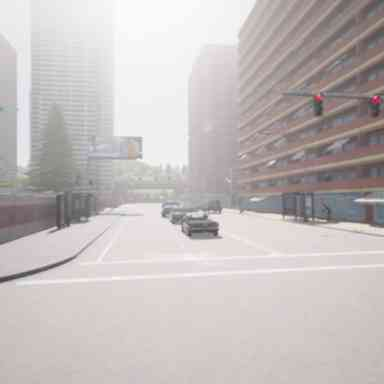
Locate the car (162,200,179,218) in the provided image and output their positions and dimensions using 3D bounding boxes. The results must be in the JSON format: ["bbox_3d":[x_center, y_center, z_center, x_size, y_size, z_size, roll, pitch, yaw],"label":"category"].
[{"bbox_3d":[-2.603,2.083,41.746,2.150,2.045,5.566,0,-1,-9],"label":"car"}]

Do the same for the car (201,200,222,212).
[{"bbox_3d":[3.126,2.238,51.683,2.150,2.045,5.566,0,-1,-8],"label":"car"}]

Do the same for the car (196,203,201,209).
[{"bbox_3d":[-0.391,2.588,51.574,2.033,1.411,5.357,0,-1,-8],"label":"car"}]

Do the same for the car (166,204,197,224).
[{"bbox_3d":[-1.089,2.154,31.574,1.837,1.490,4.892,0,-1,-8],"label":"car"}]

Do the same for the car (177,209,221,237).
[{"bbox_3d":[0.436,2.037,21.372,1.895,1.301,4.718,0,-1,-9],"label":"car"}]

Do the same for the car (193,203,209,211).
[{"bbox_3d":[1.601,2.771,61.591,2.033,1.411,5.357,0,-1,-9],"label":"car"}]

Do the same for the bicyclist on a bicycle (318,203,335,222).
[{"bbox_3d":[11.493,1.795,28.444,1.656,1.620,0.582,-1,-1,-9],"label":"bicyclist on a bicycle"}]

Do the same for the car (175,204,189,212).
[{"bbox_3d":[-1.864,2.841,61.101,1.895,1.301,4.718,0,-1,-9],"label":"car"}]
